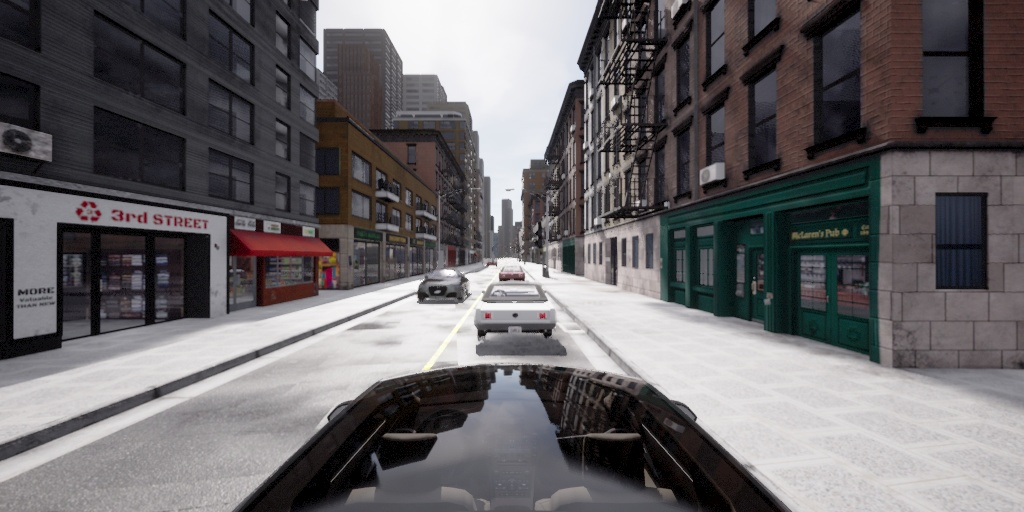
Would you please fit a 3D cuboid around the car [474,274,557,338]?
[{"bbox_3d":[0.063,1.365,10.224,1.895,1.301,4.718,0,0,0],"label":"car"}]

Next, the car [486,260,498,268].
[{"bbox_3d":[-3.251,1.230,59.140,1.895,1.301,4.718,0,0,0],"label":"car"}]

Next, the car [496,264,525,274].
[{"bbox_3d":[-0.010,1.390,27.041,1.895,1.301,4.718,0,0,0],"label":"car"}]

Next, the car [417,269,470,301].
[{"bbox_3d":[-3.169,1.339,17.255,1.994,1.385,4.181,0,0,0],"label":"car"}]
